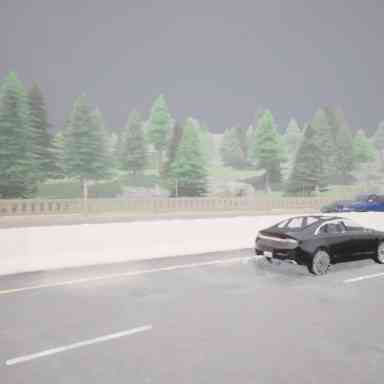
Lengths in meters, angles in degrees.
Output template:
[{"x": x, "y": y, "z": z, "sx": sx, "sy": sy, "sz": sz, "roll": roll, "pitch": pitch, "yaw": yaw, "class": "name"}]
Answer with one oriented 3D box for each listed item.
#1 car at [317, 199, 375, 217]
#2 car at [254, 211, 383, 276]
[{"x": 13.986, "y": 1.434, "z": 30.186, "sx": 4.892, "sy": 1.490, "sz": 1.837, "roll": 0, "pitch": 0, "yaw": -19, "class": "car"}, {"x": 4.153, "y": 1.465, "z": 10.194, "sx": 4.902, "sy": 1.511, "sz": 2.128, "roll": 0, "pitch": 0, "yaw": -30, "class": "car"}]
